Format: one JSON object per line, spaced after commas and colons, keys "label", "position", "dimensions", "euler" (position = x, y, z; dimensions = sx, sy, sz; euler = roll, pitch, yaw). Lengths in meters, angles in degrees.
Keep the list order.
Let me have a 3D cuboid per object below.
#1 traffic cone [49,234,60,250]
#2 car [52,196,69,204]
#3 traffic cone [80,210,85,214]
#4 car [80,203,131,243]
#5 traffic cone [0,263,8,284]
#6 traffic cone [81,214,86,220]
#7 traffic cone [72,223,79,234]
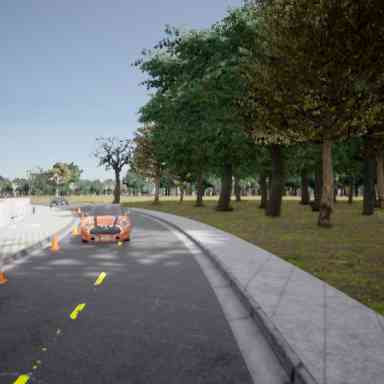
{"label": "traffic cone", "position": [-5.418, 1.957, 13.101], "dimensions": [0.340, 0.580, 0.340], "euler": [0, 0, -9]}
{"label": "car", "position": [-21.340, 1.479, 53.712], "dimensions": [1.837, 1.490, 4.892], "euler": [0, 0, -37]}
{"label": "traffic cone", "position": [-8.794, 1.963, 27.281], "dimensions": [0.340, 0.580, 0.340], "euler": [0, 0, -18]}
{"label": "car", "position": [-4.048, 1.354, 16.091], "dimensions": [2.097, 1.767, 4.553], "euler": [0, 0, -11]}
{"label": "traffic cone", "position": [-4.817, 1.955, 8.274], "dimensions": [0.340, 0.580, 0.340], "euler": [0, 0, -6]}
{"label": "traffic cone", "position": [-7.410, 1.960, 22.618], "dimensions": [0.340, 0.580, 0.340], "euler": [0, 0, -15]}
{"label": "traffic cone", "position": [-6.284, 1.959, 17.887], "dimensions": [0.340, 0.580, 0.340], "euler": [0, 0, -12]}
